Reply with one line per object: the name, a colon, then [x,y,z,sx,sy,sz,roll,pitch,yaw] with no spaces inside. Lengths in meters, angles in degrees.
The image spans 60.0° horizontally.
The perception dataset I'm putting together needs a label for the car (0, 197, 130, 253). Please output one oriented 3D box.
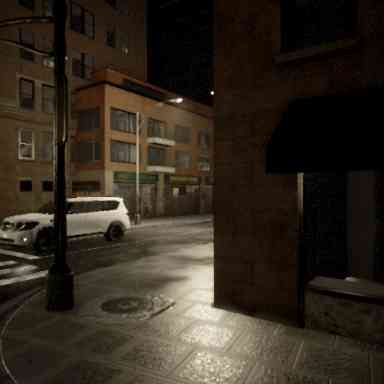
car: [-5.163,1.243,14.299,2.150,2.045,5.566,0,0,35]
